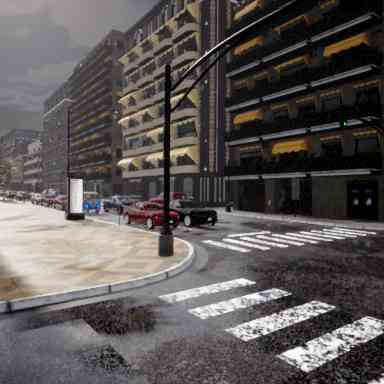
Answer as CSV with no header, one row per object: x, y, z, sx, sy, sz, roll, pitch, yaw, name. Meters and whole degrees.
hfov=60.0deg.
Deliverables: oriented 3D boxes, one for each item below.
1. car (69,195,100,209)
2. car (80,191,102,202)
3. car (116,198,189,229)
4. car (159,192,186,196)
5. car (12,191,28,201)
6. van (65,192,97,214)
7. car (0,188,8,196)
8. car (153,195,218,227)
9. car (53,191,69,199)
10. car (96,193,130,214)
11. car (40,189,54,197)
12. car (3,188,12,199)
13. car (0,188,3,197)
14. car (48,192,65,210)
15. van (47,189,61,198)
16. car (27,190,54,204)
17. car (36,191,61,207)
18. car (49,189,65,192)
-11.826,1.039,36.369,1.895,1.301,4.718,1,0,-36,car
-15.650,0.711,51.441,1.967,1.590,4.097,2,0,-36,car
-2.408,1.261,19.080,1.887,1.381,4.507,2,0,-36,car
-2.307,0.937,33.164,2.192,1.841,5.009,2,0,-36,car
-25.748,0.542,51.063,1.967,1.590,4.097,2,0,-36,car
-9.071,0.881,28.218,1.690,1.788,3.998,2,0,-36,van
-42.419,-0.022,73.909,2.192,1.841,5.009,2,0,-36,car
-0.419,1.217,20.723,1.882,1.535,5.008,1,0,-35,car
-25.757,0.530,65.286,1.752,1.417,4.829,2,0,-36,car
-6.004,1.083,28.382,2.128,1.511,4.902,1,0,-36,car
-32.324,0.272,74.286,1.967,1.590,4.097,2,0,-36,car
-32.421,0.471,60.202,1.887,1.381,4.507,2,0,-36,car
-39.091,0.301,69.339,2.008,1.369,4.403,2,0,-36,car
-12.412,0.997,32.787,1.887,1.381,4.507,2,0,-36,car
-28.986,0.261,69.717,1.690,1.788,3.998,2,0,-36,van
-18.981,0.805,41.788,1.752,1.417,4.829,2,0,-36,car
-15.747,0.909,37.356,1.887,1.381,4.507,2,0,-36,car
-17.682,0.635,44.463,2.097,1.767,4.553,1,0,-36,car
